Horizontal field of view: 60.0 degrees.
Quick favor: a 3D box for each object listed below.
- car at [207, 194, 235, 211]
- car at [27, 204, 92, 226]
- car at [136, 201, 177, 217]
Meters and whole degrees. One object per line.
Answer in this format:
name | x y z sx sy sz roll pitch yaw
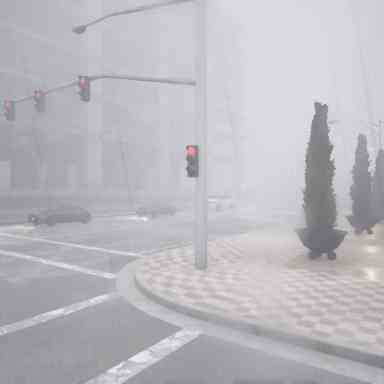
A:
car | 3.220 1.222 40.333 2.150 2.045 5.566 0 0 36
car | -9.162 1.564 23.249 1.994 1.385 4.181 0 0 36
car | -3.310 1.564 31.331 1.994 1.385 4.181 0 0 36
